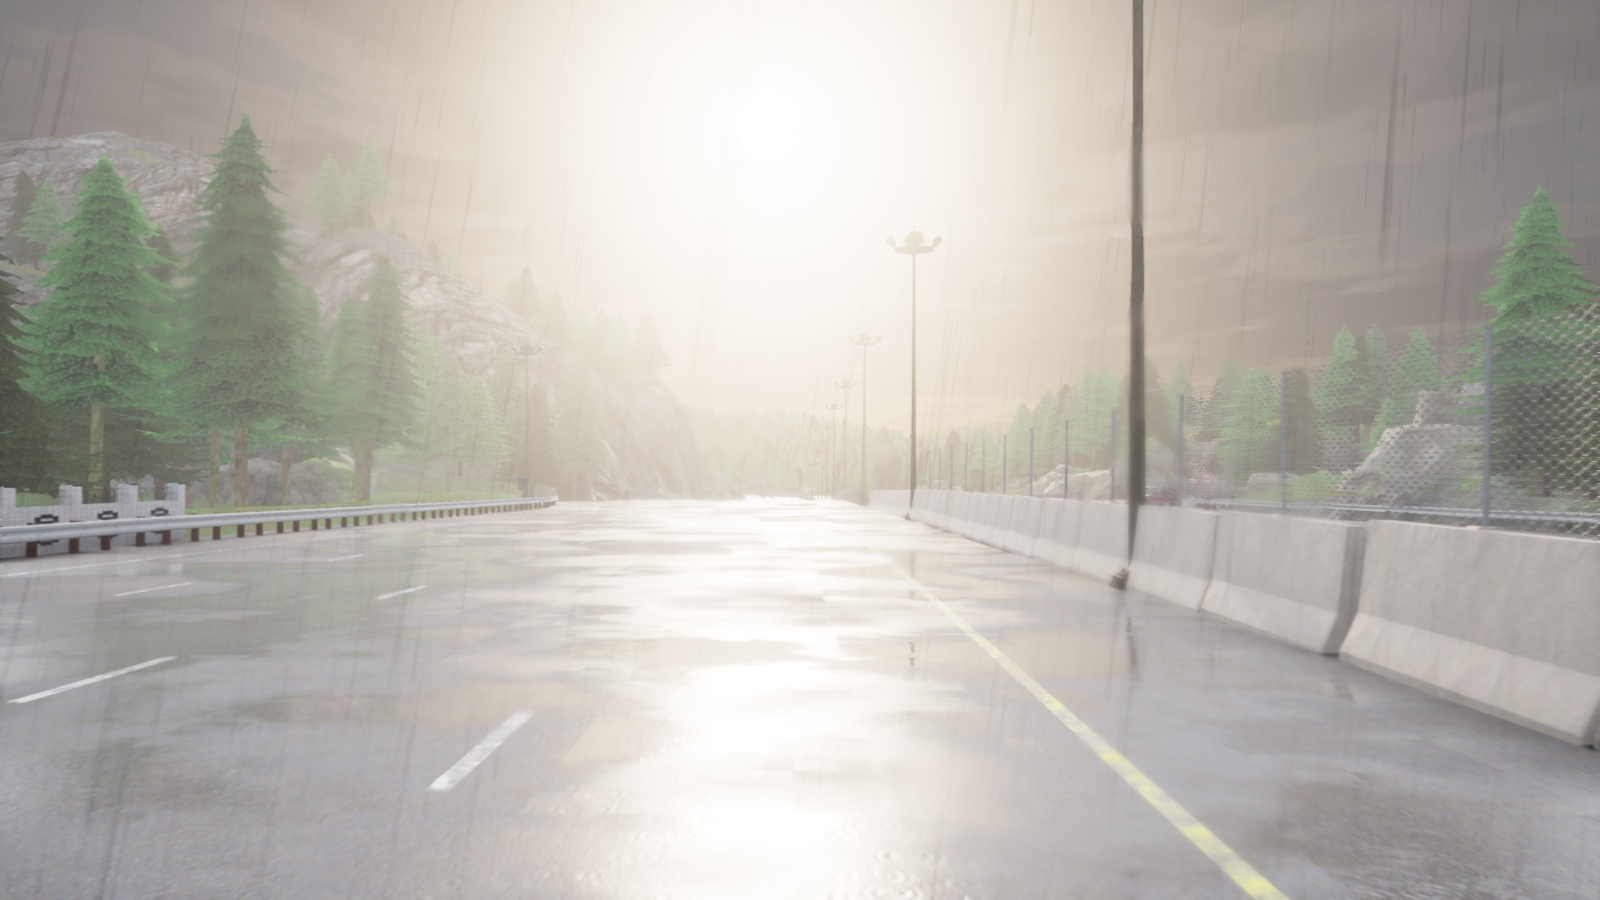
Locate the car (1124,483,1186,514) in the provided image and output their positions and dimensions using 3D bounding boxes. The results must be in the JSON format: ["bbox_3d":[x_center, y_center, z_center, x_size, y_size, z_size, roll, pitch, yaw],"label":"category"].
[{"bbox_3d":[17.334,2.339,61.557,1.816,1.474,4.193,0,-2,0],"label":"car"}]
